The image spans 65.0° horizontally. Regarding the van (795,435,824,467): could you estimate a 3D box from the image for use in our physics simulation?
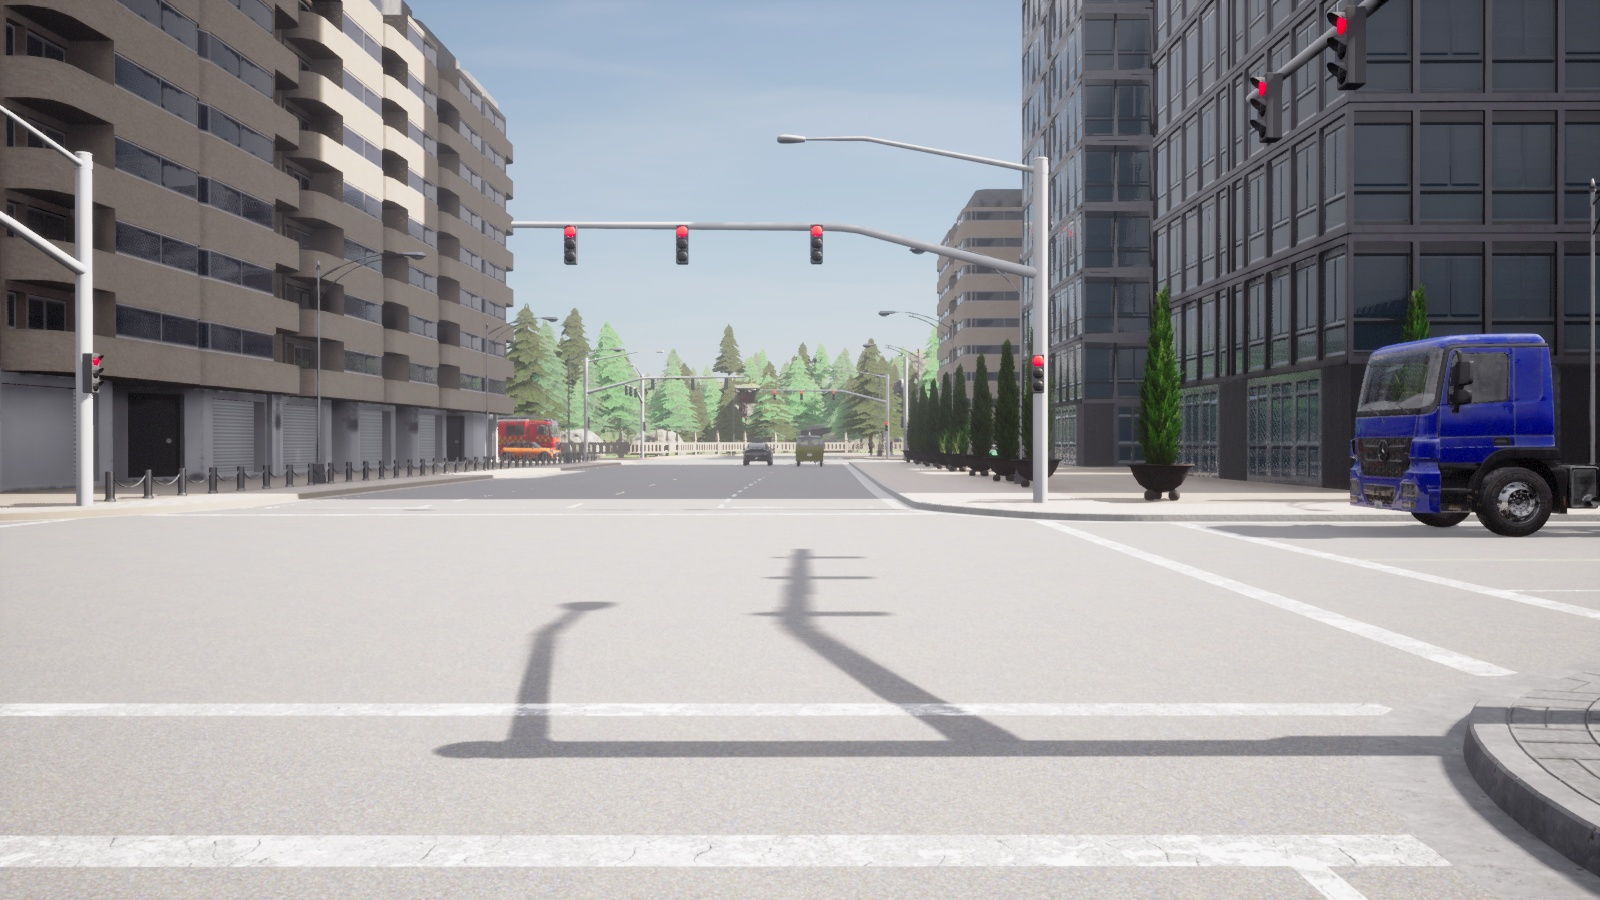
[{"bbox_3d":[0.647,0.040,80.795,1.775,1.987,4.442,0,0,1],"label":"van"}]

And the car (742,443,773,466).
[{"bbox_3d":[-2.794,0.274,84.086,1.837,1.490,4.892,0,0,1],"label":"car"}]

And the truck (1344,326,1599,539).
[{"bbox_3d":[14.035,-0.292,21.786,7.936,3.462,2.891,0,0,1],"label":"truck"}]
